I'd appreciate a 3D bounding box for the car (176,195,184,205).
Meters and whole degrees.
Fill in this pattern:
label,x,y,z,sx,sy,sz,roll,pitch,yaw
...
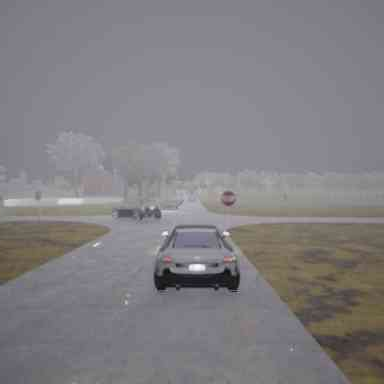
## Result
label,x,y,z,sx,sy,sz,roll,pitch,yaw
car,-2.783,1.606,52.518,1.994,1.385,4.181,0,0,0

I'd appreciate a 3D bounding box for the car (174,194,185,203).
label,x,y,z,sx,sy,sz,roll,pitch,yaw
car,-2.715,1.397,71.686,2.097,1.767,4.553,0,0,0

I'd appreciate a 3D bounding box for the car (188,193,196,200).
label,x,y,z,sx,sy,sz,roll,pitch,yaw
car,0.042,1.221,84.734,2.097,1.767,4.553,0,0,0

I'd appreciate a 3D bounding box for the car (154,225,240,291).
label,x,y,z,sx,sy,sz,roll,pitch,yaw
car,0.105,1.578,9.073,1.994,1.385,4.181,0,0,0

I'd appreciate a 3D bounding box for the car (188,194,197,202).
label,x,y,z,sx,sy,sz,roll,pitch,yaw
car,0.037,1.584,74.723,1.994,1.385,4.181,0,0,0

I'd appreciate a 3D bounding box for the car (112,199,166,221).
label,x,y,z,sx,sy,sz,roll,pitch,yaw
car,-4.620,1.349,27.188,4.553,1.767,2.097,-1,-1,44

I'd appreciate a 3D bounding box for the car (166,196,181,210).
label,x,y,z,sx,sy,sz,roll,pitch,yaw
car,-2.792,1.604,43.182,1.994,1.385,4.181,0,0,0
